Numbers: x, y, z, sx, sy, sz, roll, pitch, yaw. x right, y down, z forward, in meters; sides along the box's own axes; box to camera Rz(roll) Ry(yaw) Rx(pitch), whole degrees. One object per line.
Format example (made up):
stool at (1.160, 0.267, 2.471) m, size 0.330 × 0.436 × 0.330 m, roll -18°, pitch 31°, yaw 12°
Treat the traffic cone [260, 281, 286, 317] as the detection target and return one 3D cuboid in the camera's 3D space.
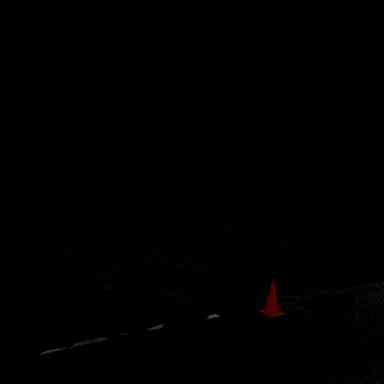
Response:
traffic cone at (1.491, 1.929, 6.114) m, size 0.340 × 0.580 × 0.340 m, roll 1°, pitch 0°, yaw -25°
